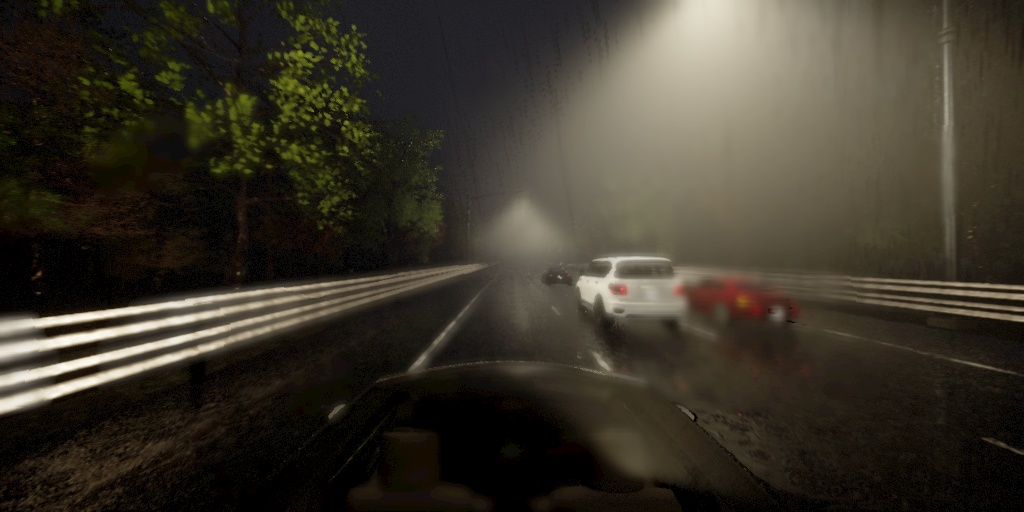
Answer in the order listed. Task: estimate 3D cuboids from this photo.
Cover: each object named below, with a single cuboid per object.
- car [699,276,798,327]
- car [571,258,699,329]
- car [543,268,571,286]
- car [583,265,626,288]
[{"bbox_3d":[7.101,1.387,11.906,1.812,1.442,4.674,0,-1,0],"label":"car"},{"bbox_3d":[3.601,1.082,11.855,2.150,2.045,5.566,0,-1,0],"label":"car"},{"bbox_3d":[3.603,1.602,28.415,1.994,1.385,4.181,0,-1,0],"label":"car"},{"bbox_3d":[7.103,1.526,28.079,2.128,1.511,4.902,0,-1,0],"label":"car"}]
